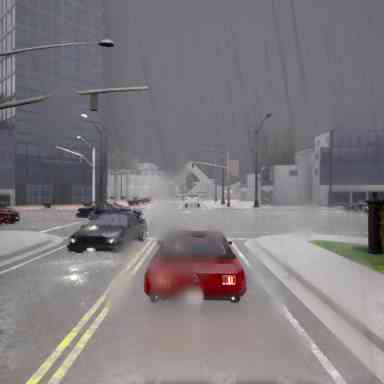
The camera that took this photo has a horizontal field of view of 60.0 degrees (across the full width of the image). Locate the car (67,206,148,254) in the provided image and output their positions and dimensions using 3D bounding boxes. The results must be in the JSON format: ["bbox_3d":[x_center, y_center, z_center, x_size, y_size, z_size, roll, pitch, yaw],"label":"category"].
[{"bbox_3d":[-3.159,1.546,13.790,2.033,1.411,5.357,0,0,5],"label":"car"}]

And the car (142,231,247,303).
[{"bbox_3d":[0.071,1.601,8.183,1.895,1.301,4.718,0,0,0],"label":"car"}]

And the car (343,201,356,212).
[{"bbox_3d":[19.372,1.520,37.583,4.181,1.385,1.994,0,0,-1],"label":"car"}]

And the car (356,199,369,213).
[{"bbox_3d":[19.876,1.480,34.088,4.674,1.442,1.812,0,0,0],"label":"car"}]

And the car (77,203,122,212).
[{"bbox_3d":[-6.664,1.585,27.187,5.357,1.411,2.033,0,0,-11],"label":"car"}]

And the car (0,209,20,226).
[{"bbox_3d":[-14.629,1.565,23.098,5.008,1.535,1.882,-1,0,0],"label":"car"}]

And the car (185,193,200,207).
[{"bbox_3d":[0.080,1.221,52.656,2.150,2.045,5.566,0,0,0],"label":"car"}]
